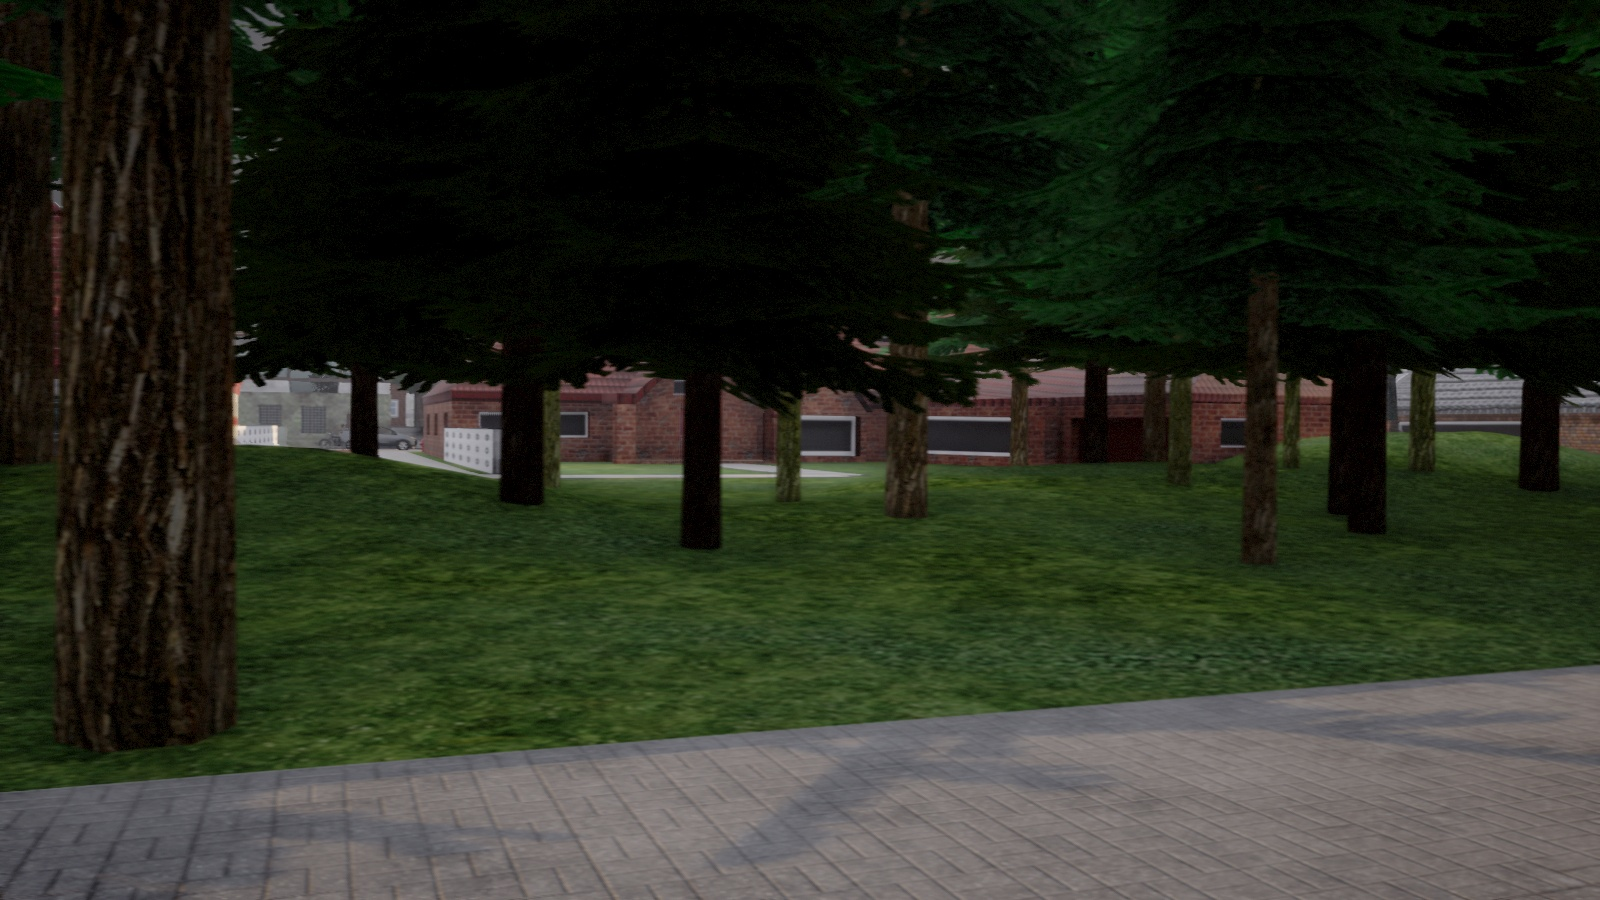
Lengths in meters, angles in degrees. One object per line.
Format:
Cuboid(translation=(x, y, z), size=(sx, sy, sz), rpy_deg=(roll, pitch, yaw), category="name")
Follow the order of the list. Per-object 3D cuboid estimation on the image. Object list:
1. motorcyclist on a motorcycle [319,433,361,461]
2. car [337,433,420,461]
Cuboid(translation=(-28.100, -0.196, 76.720), size=(2.350, 1.649, 0.766), rpy_deg=(-1, 1, -21), category="motorcyclist on a motorcycle")
Cuboid(translation=(-24.764, -0.187, 73.708), size=(4.514, 1.525, 2.007), rpy_deg=(-1, 1, -21), category="car")
